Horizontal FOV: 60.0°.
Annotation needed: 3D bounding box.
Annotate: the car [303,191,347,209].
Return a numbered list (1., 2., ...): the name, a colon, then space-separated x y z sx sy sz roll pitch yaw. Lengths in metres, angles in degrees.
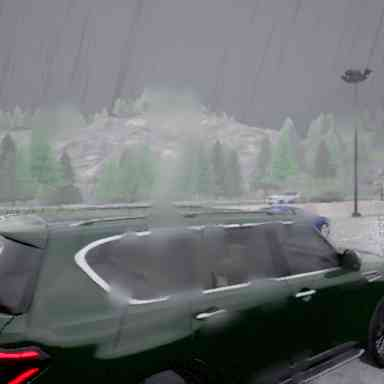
1. car: 16.286 0.912 40.579 5.566 2.045 2.150 0 0 -34

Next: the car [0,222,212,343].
1. car: -2.001 1.496 6.568 4.674 1.442 1.812 0 0 -35

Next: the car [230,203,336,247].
1. car: 4.236 1.369 15.127 5.008 1.535 1.882 -1 0 -34

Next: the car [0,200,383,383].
1. car: 0.425 1.194 4.031 5.566 2.045 2.150 0 0 -34

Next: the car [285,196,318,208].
1. car: 14.368 1.243 43.504 4.181 1.385 1.994 0 0 -34

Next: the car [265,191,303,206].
1. car: 12.989 0.890 46.793 5.566 2.045 2.150 0 0 -34

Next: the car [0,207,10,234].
1. car: -12.021 1.554 16.884 4.718 1.301 1.895 0 0 -35
